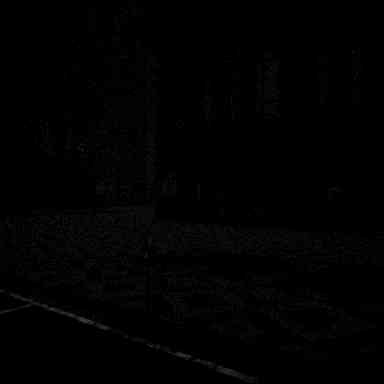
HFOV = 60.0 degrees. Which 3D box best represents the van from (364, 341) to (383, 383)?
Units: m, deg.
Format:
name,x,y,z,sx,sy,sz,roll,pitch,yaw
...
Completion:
name,x,y,z,sx,sy,sz,roll,pitch,yaw
van,2.713,1.341,1.049,3.998,1.788,1.690,0,0,35
